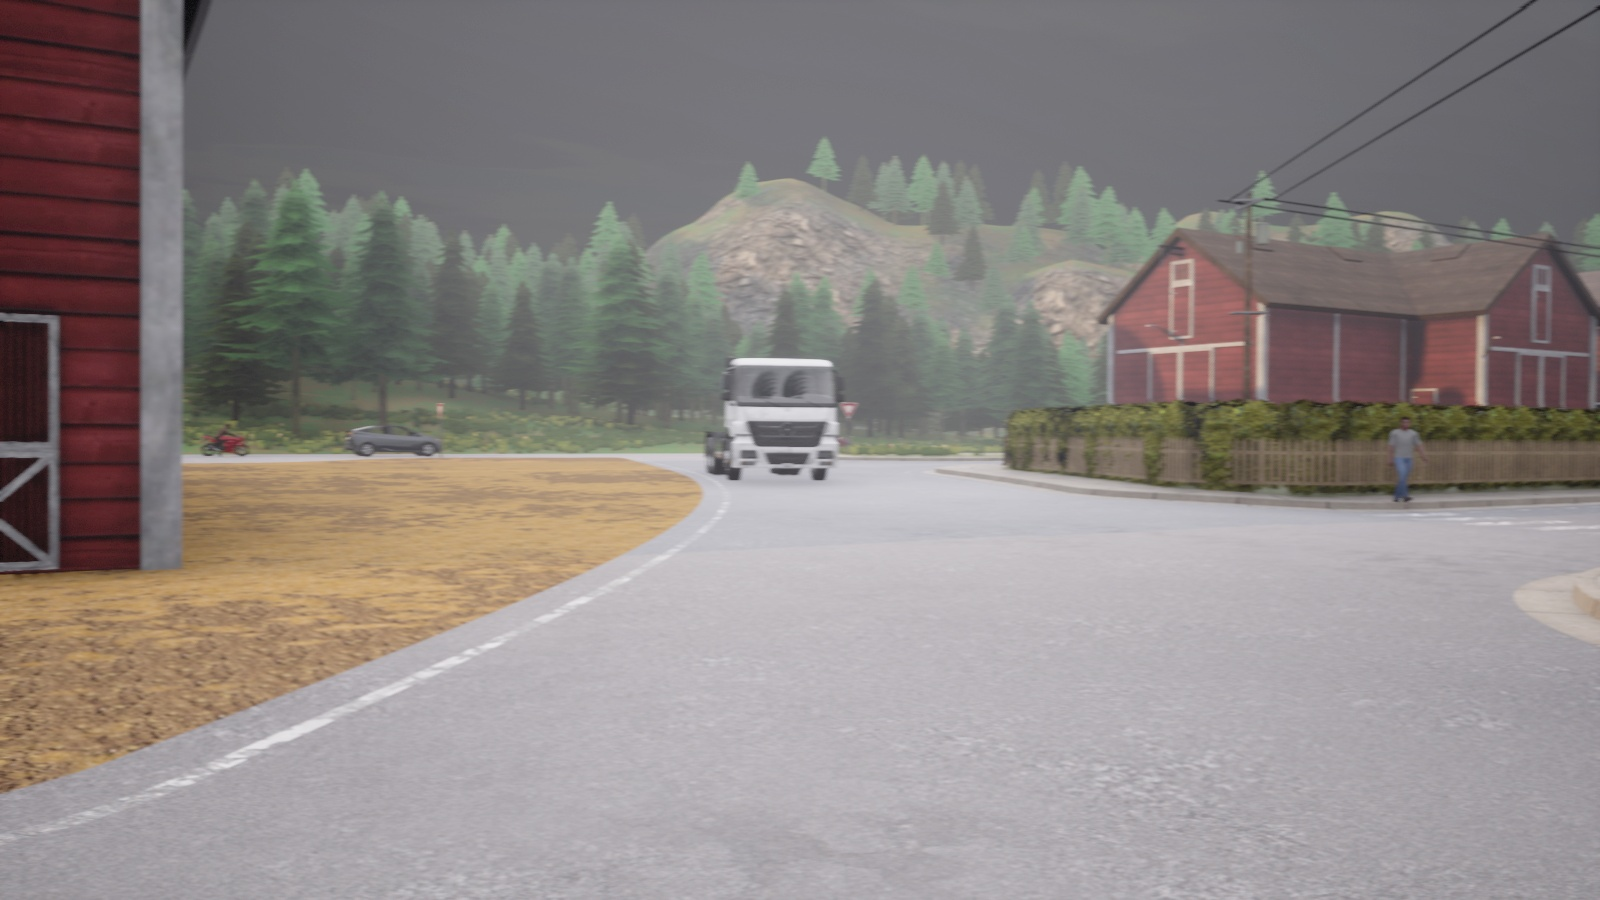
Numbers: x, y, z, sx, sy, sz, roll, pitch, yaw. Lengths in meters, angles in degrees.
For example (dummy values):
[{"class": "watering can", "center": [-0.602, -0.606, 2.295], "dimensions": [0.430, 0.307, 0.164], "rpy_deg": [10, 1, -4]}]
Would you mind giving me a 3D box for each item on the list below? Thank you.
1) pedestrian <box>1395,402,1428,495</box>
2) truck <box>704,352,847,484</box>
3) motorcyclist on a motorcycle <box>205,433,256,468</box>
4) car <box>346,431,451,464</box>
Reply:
[{"class": "pedestrian", "center": [12.324, -0.034, 25.330], "dimensions": [0.354, 1.836, 0.706], "rpy_deg": [-1, 1, 4]}, {"class": "truck", "center": [-0.930, -0.912, 37.056], "dimensions": [2.891, 3.462, 7.936], "rpy_deg": [-1, 1, -11]}, {"class": "motorcyclist on a motorcycle", "center": [-25.891, 0.022, 57.111], "dimensions": [2.044, 1.523, 0.797], "rpy_deg": [-1, 1, -30]}, {"class": "car", "center": [-19.420, -0.131, 60.794], "dimensions": [4.514, 1.525, 2.007], "rpy_deg": [-1, 1, -30]}]
